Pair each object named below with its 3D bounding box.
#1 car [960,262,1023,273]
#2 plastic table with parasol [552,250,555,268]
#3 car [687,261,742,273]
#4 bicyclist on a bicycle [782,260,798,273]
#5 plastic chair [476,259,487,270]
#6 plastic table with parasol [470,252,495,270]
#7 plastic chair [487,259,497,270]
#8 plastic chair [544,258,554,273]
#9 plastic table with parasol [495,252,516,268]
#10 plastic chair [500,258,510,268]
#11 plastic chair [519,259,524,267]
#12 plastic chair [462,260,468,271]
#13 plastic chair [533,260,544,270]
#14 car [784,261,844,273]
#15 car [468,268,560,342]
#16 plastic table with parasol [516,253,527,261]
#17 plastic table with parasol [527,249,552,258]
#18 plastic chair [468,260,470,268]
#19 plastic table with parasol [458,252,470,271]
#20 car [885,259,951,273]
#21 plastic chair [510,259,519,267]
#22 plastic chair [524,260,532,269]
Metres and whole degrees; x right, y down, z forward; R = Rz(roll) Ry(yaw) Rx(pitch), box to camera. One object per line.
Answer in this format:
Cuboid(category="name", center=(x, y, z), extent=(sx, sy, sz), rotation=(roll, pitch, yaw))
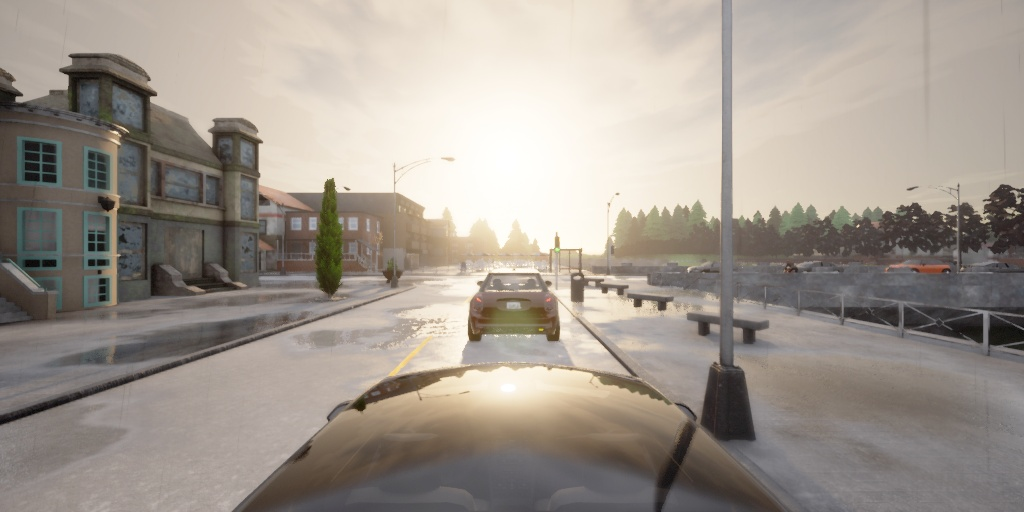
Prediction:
Cuboid(category="car", center=(40.466, 1.254, 29.852), extent=(4.892, 1.490, 1.837), rotation=(0, 0, 1))
Cuboid(category="plastic table with parasol", center=(5.180, 0.675, 57.777), extent=(2.482, 2.480, 2.482), rotation=(0, 0, 0))
Cuboid(category="car", center=(19.238, 1.241, 34.033), extent=(4.902, 1.511, 2.128), rotation=(0, 0, 0))
Cuboid(category="bicyclist on a bicycle", center=(19.892, 1.098, 25.632), extent=(0.582, 1.620, 1.656), rotation=(0, 0, 0))
Cuboid(category="plastic chair", center=(-4.201, 1.279, 48.709), extent=(0.750, 1.272, 0.730), rotation=(0, 0, 0))
Cuboid(category="plastic table with parasol", center=(-4.077, 0.675, 49.928), extent=(2.482, 2.480, 2.482), rotation=(0, 0, 0))
Cuboid(category="plastic chair", center=(-2.797, 1.279, 49.804), extent=(0.730, 1.272, 0.750), rotation=(0, 0, 0))
Cuboid(category="plastic chair", center=(5.000, 1.279, 48.978), extent=(0.730, 1.272, 0.750), rotation=(0, 0, 0))
Cuboid(category="plastic table with parasol", center=(-1.023, 0.675, 56.898), extent=(2.482, 2.480, 2.482), rotation=(0, 0, 0))
Cuboid(category="plastic chair", center=(-1.077, 1.279, 55.698), extent=(0.750, 1.272, 0.730), rotation=(0, 0, 0))
Cuboid(category="plastic chair", center=(1.252, 1.279, 63.322), extent=(0.750, 1.272, 0.730), rotation=(0, 0, 0))
Cuboid(category="plastic chair", center=(-6.875, 1.279, 55.350), extent=(0.750, 1.272, 0.730), rotation=(0, 0, 0))
Cuboid(category="plastic chair", center=(3.596, 1.279, 47.882), extent=(0.750, 1.272, 0.730), rotation=(0, 0, 0))
Cuboid(category="car", center=(28.536, 1.254, 33.998), extent=(4.892, 1.490, 1.837), rotation=(0, 0, 0))
Cuboid(category="car", center=(0.066, 1.102, 9.957), extent=(2.097, 1.767, 4.553), rotation=(0, 0, 1))
Cuboid(category="plastic table with parasol", center=(1.373, 0.674, 64.500), extent=(2.482, 2.480, 2.482), rotation=(0, 0, 0))
Cuboid(category="plastic table with parasol", center=(3.740, 0.675, 49.152), extent=(2.482, 2.480, 2.482), rotation=(0, 0, 0))
Cuboid(category="plastic chair", center=(-5.397, 1.279, 50.013), extent=(0.730, 1.272, 0.750), rotation=(0, 0, 0))
Cuboid(category="plastic table with parasol", center=(-6.945, 0.675, 56.528), extent=(2.482, 2.480, 2.482), rotation=(0, 0, 0))
Cuboid(category="car", center=(38.350, 1.102, 33.950), extent=(4.553, 1.767, 2.097), rotation=(0, 0, 0))
Cuboid(category="plastic chair", center=(0.326, 1.279, 56.793), extent=(0.730, 1.272, 0.750), rotation=(0, 0, 0))
Cuboid(category="plastic chair", center=(2.401, 1.279, 49.186), extent=(0.730, 1.272, 0.750), rotation=(0, 0, 0))
